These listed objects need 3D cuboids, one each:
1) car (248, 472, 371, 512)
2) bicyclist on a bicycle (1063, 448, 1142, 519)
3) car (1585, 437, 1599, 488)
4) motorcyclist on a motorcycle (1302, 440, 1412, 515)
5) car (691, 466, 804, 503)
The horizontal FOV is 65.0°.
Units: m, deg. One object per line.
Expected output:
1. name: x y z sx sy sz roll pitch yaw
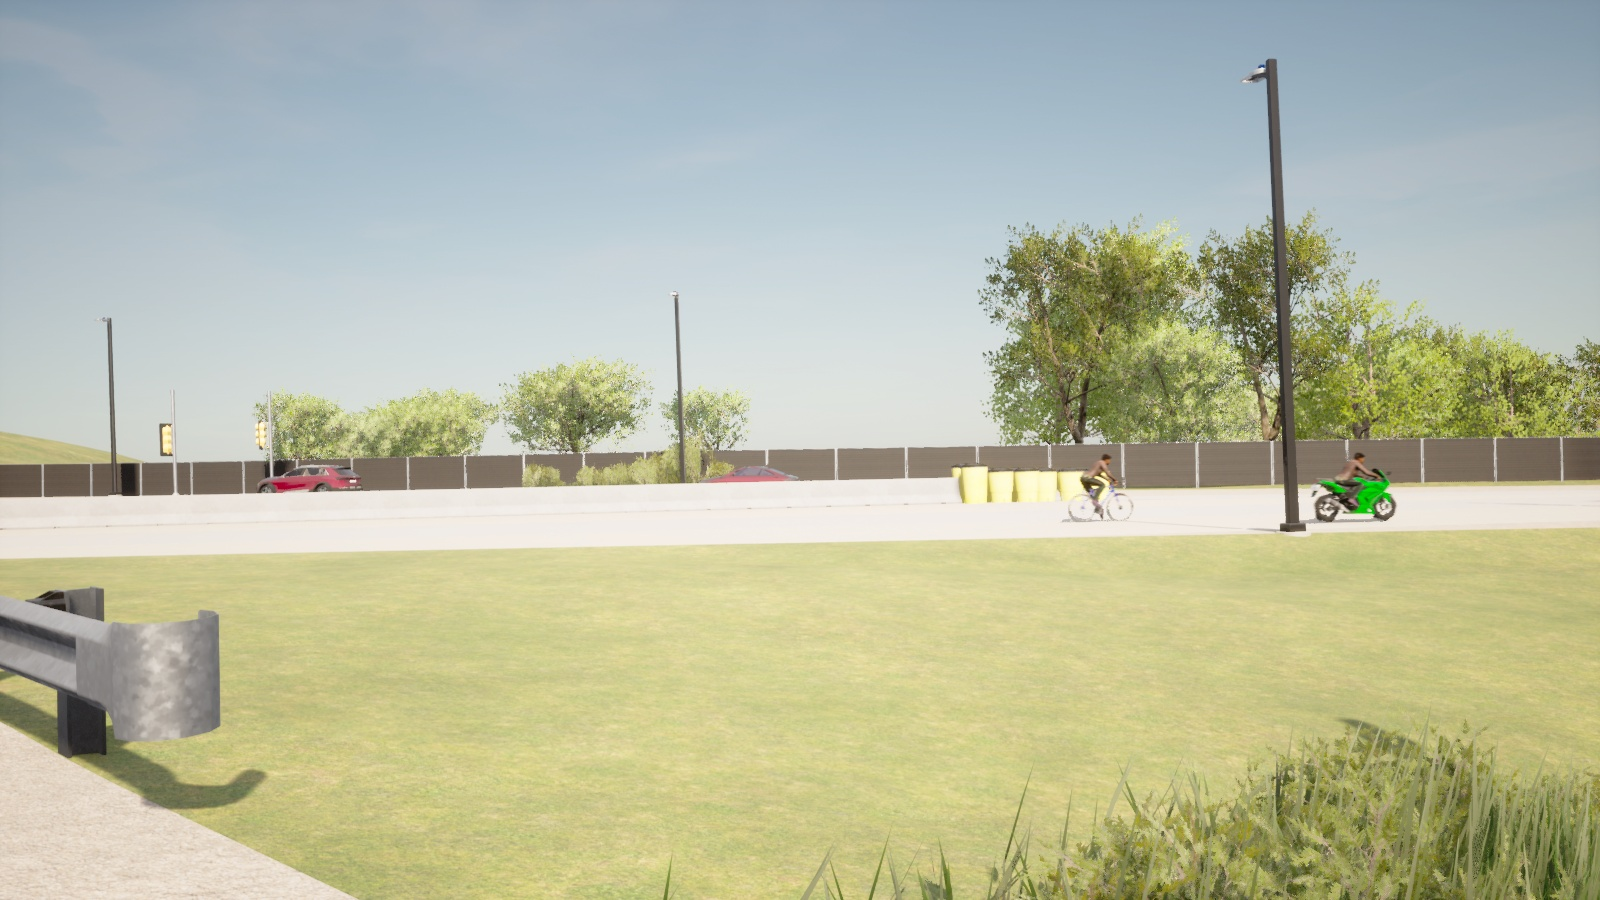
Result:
1. car: -22.043 1.891 56.463 4.856 1.649 2.033 -2 0 16
2. bicyclist on a bicycle: 7.154 0.787 29.725 1.656 1.620 0.582 -2 -1 -11
3. car: 26.167 0.277 37.093 4.792 1.488 2.163 -2 -1 -11
4. motorcyclist on a motorcycle: 12.024 0.587 27.129 2.044 1.523 0.797 -2 -1 -11
5. car: -2.112 1.395 51.188 4.181 1.385 1.994 -2 0 12
